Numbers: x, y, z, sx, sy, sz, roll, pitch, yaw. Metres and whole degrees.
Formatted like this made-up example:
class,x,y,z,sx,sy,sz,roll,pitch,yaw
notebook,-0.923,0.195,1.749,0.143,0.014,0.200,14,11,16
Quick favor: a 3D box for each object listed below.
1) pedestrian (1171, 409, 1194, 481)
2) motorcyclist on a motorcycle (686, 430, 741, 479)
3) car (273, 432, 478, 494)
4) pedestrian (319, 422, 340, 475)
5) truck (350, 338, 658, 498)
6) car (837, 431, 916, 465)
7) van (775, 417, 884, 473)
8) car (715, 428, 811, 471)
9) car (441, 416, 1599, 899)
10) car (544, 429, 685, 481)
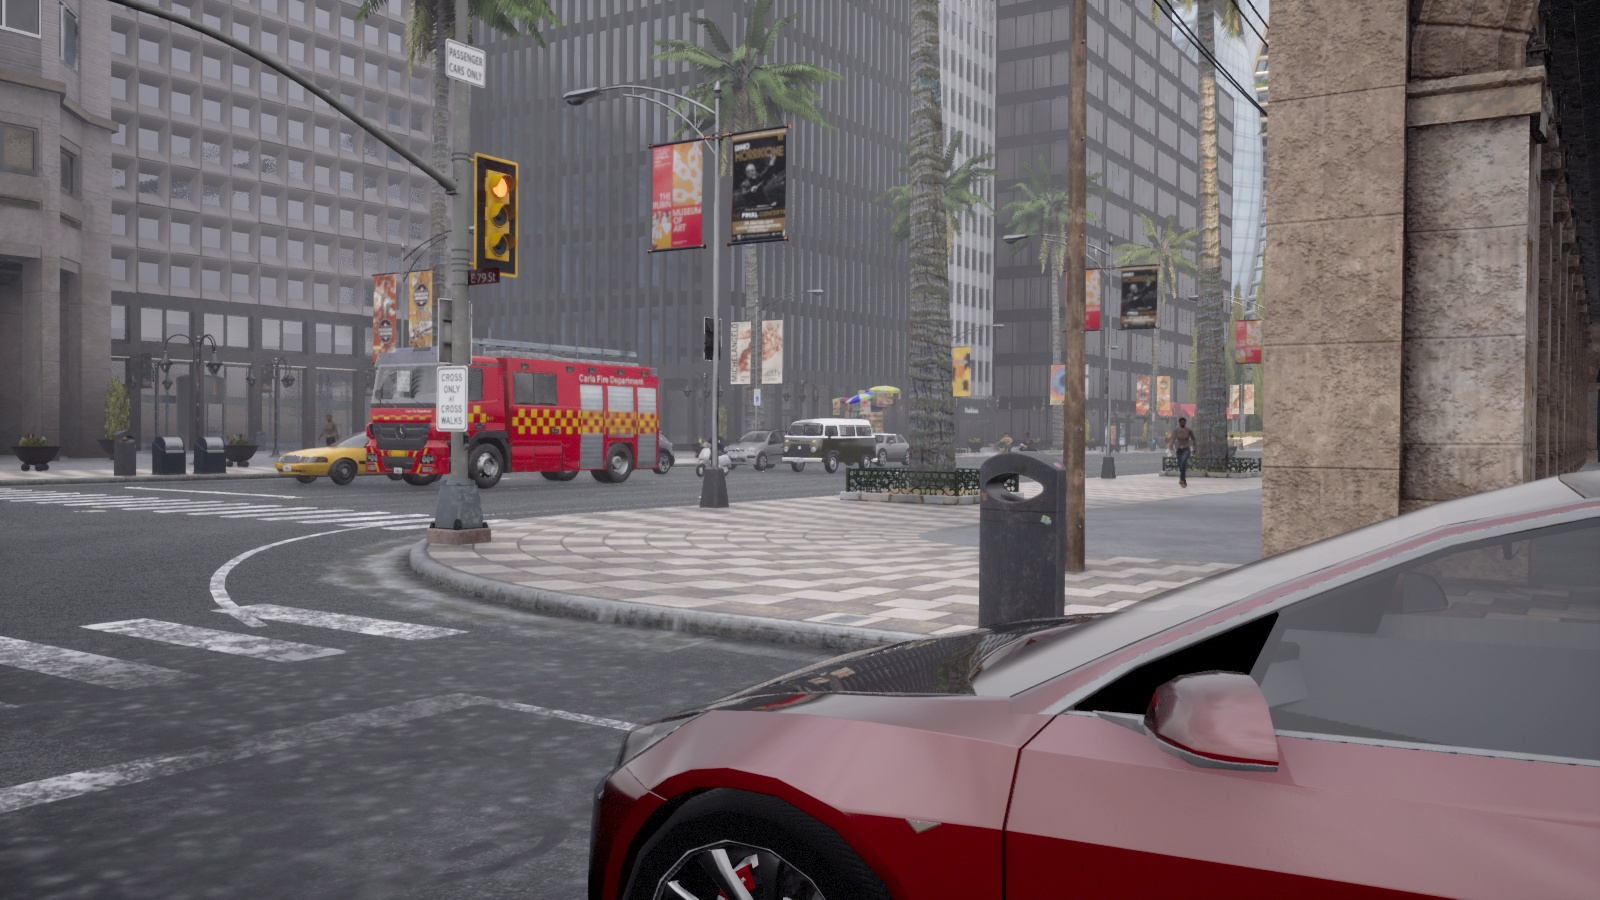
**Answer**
class,x,y,z,sx,sy,sz,roll,pitch,yaw
pedestrian,9.698,-0.135,31.843,0.328,1.805,0.869,0,1,33
motorcyclist on a motorcycle,-2.858,0.142,41.631,0.866,1.590,1.817,0,1,33
car,-11.593,0.301,34.719,1.801,1.575,5.366,0,1,34
pedestrian,-16.340,-0.059,43.579,0.331,1.846,0.634,0,1,19
truck,-7.730,-0.831,34.274,2.891,3.827,8.468,0,1,33
car,3.556,-0.123,57.677,1.970,1.475,3.806,0,1,33
van,1.180,-0.208,47.746,2.069,2.038,4.480,0,1,33
car,-1.431,-0.042,50.141,1.851,1.617,3.988,0,1,33
car,1.787,0.681,2.457,4.792,1.488,2.163,0,1,33
car,-6.252,0.133,42.845,2.033,1.649,4.856,0,1,34
